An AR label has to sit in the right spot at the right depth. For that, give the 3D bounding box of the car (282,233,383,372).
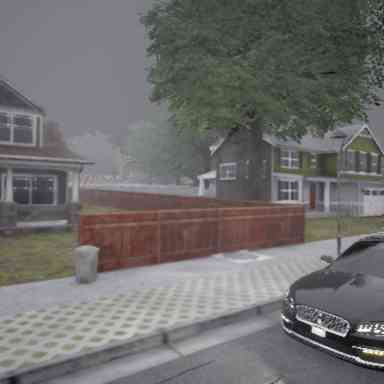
[{"bbox_3d":[3.576,1.509,5.594,4.892,1.490,1.837,0,0,-35],"label":"car"}]
